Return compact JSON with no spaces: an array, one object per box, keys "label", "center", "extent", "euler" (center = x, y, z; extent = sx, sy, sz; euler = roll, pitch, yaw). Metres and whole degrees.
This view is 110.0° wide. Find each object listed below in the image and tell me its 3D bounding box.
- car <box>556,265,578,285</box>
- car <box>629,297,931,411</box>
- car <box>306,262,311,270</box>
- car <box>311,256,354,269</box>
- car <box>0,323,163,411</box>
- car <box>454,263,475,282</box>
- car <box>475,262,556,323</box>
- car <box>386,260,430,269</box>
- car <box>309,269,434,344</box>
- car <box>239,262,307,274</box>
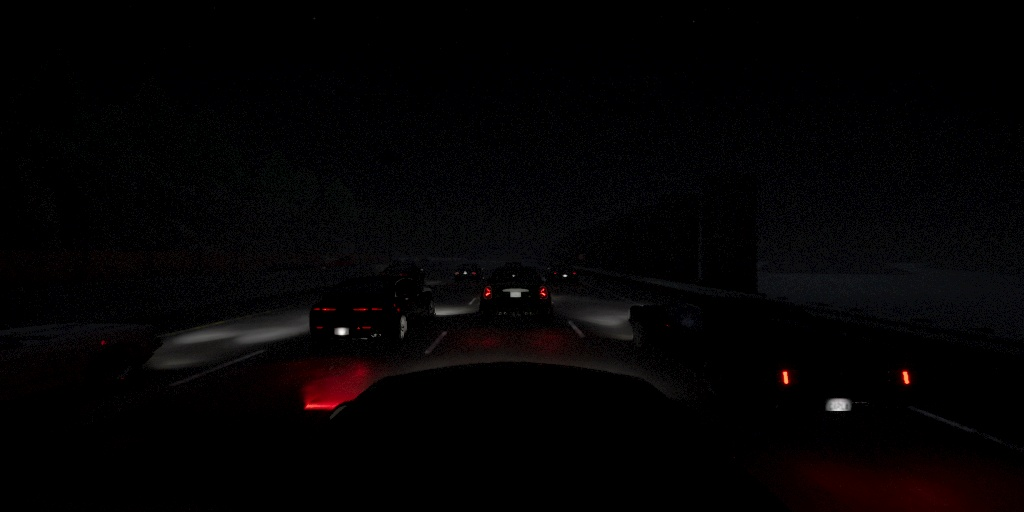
[{"label":"car","center":[3.621,1.315,26.379],"extent":[1.994,1.385,4.181],"euler":[0,0,0]},{"label":"car","center":[3.601,1.351,6.171],"extent":[1.895,1.301,4.718],"euler":[0,0,0]},{"label":"car","center":[-24.318,1.351,42.014],"extent":[1.895,1.301,4.718],"euler":[0,0,2]},{"label":"car","center":[-20.807,0.974,42.424],"extent":[2.150,2.045,5.566],"euler":[0,0,2]},{"label":"car","center":[-6.899,1.351,3.945],"extent":[1.895,1.301,4.718],"euler":[0,0,0]},{"label":"car","center":[-3.369,1.298,28.548],"extent":[2.033,1.411,5.357],"euler":[0,0,1]},{"label":"car","center":[0.102,1.102,12.190],"extent":[2.097,1.767,4.553],"euler":[0,0,0]},{"label":"car","center":[-6.893,1.228,23.040],"extent":[1.882,1.535,5.008],"euler":[0,0,0]},{"label":"car","center":[-3.397,1.255,9.572],"extent":[1.837,1.490,4.892],"euler":[0,0,0]},{"label":"car","center":[-17.574,1.351,26.389],"extent":[1.895,1.301,4.718],"euler":[0,0,0]}]
